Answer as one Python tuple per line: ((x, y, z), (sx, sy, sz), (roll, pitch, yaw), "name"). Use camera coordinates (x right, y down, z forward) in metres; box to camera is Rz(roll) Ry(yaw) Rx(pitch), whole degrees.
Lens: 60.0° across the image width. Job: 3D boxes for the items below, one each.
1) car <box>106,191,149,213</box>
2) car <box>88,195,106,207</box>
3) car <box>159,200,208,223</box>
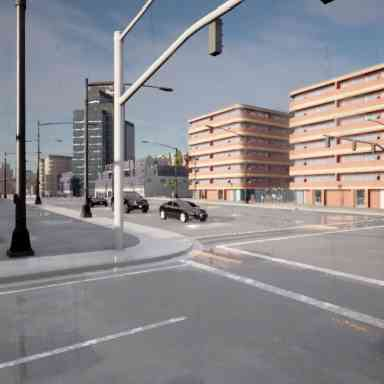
((-6.281, 0.945, 32.984), (2.150, 2.045, 5.566), (0, 1, -34), "car")
((-11.945, 1.111, 41.288), (1.994, 1.385, 4.181), (0, 1, -34), "car")
((-0.719, 1.373, 24.830), (1.837, 1.490, 4.892), (0, 1, -34), "car")
